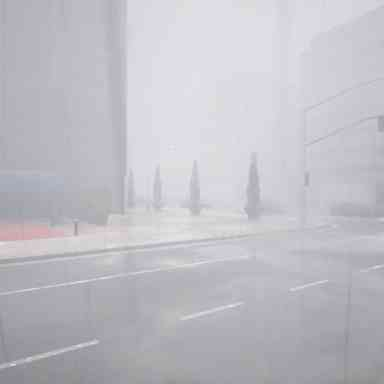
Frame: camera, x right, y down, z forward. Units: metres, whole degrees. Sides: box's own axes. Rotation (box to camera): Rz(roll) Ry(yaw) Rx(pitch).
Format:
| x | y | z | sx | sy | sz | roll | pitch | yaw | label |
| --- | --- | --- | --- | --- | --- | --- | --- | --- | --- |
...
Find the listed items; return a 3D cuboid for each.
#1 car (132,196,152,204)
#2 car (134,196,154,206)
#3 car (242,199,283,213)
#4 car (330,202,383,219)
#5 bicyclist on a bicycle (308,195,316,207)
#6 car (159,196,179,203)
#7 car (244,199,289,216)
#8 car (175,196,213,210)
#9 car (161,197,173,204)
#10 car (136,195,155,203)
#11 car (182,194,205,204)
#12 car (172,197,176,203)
| x | y | z | sx | sy | sz | roll | pitch | yaw | label |
| --- | --- | --- | --- | --- | --- | --- | --- | --- | --- |
| -9.560 | 1.533 | 63.848 | 1.837 | 1.490 | 4.892 | 0 | 0 | -35 | car |
| -7.340 | 1.525 | 54.404 | 1.812 | 1.442 | 4.674 | 0 | 0 | -35 | car |
| 8.024 | 1.525 | 38.404 | 1.812 | 1.442 | 4.674 | 0 | 0 | -35 | car |
| 14.376 | 1.564 | 29.278 | 1.994 | 1.385 | 4.181 | 0 | 0 | -35 | car |
| 16.857 | 1.300 | 46.689 | 1.656 | 1.620 | 0.582 | 0 | 0 | -35 | bicyclist on a bicycle |
| -4.859 | 1.600 | 69.491 | 1.895 | 1.301 | 4.718 | 0 | 0 | -35 | car |
| 7.397 | 1.490 | 33.176 | 2.128 | 1.511 | 4.902 | 0 | 0 | -35 | car |
| 0.442 | 1.547 | 43.173 | 2.033 | 1.411 | 5.357 | 0 | 0 | -35 | car |
| -4.158 | 1.547 | 62.386 | 2.033 | 1.411 | 5.357 | 0 | 0 | -35 | car |
| -9.874 | 1.519 | 70.413 | 2.128 | 1.511 | 4.902 | 0 | 0 | -35 | car |
| 0.269 | 1.351 | 62.154 | 2.097 | 1.767 | 4.553 | 0 | 0 | -35 | car |
| -0.576 | 1.600 | 50.773 | 1.895 | 1.301 | 4.718 | 0 | 0 | -35 | car |
